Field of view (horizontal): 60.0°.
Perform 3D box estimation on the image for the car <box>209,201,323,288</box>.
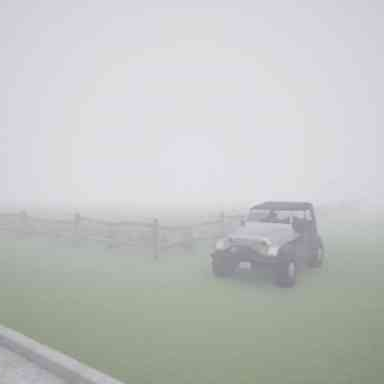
[{"bbox_3d":[2.192,1.214,8.967,1.905,1.878,3.866,0,0,35],"label":"car"}]
